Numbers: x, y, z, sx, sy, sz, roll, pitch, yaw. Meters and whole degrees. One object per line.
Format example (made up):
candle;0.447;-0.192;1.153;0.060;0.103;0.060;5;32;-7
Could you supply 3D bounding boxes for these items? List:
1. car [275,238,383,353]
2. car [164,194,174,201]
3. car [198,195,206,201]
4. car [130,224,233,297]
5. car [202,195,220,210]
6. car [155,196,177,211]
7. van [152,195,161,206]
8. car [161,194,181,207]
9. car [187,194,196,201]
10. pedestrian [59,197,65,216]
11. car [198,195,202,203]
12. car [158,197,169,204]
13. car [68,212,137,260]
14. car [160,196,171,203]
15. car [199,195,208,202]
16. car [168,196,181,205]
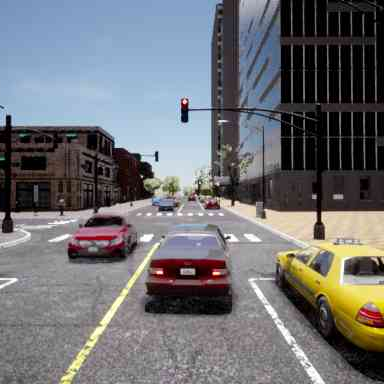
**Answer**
car;2.834;1.527;6.326;1.752;1.417;4.829;1;0;0
car;-5.737;1.347;82.852;2.192;1.841;5.009;1;0;0
car;2.636;1.578;88.382;1.887;1.381;4.507;1;0;0
car;0.069;1.550;8.775;2.033;1.411;5.357;0;0;3
car;2.670;1.455;44.103;1.967;1.590;4.097;1;0;0
car;-3.154;1.562;41.084;2.033;1.411;5.357;0;0;-3
van;-5.717;1.361;55.181;1.690;1.788;3.998;1;0;0
car;-3.133;1.370;50.983;2.097;1.767;4.553;0;0;0
car;-0.060;1.386;81.614;2.097;1.767;4.553;0;0;0
pedestrian;-12.568;1.368;32.087;0.375;1.860;0.375;0;0;1
car;2.648;1.552;71.948;1.752;1.417;4.829;1;0;0
car;-5.729;1.607;66.249;1.802;1.307;4.206;1;0;0
car;-3.164;1.529;12.652;1.812;1.442;4.674;0;0;-2
car;-5.732;1.593;71.784;1.947;1.339;4.313;1;0;0
car;2.645;1.555;77.483;1.752;1.417;4.829;1;0;0
car;-3.111;1.514;61.360;2.128;1.511;4.902;0;0;0
